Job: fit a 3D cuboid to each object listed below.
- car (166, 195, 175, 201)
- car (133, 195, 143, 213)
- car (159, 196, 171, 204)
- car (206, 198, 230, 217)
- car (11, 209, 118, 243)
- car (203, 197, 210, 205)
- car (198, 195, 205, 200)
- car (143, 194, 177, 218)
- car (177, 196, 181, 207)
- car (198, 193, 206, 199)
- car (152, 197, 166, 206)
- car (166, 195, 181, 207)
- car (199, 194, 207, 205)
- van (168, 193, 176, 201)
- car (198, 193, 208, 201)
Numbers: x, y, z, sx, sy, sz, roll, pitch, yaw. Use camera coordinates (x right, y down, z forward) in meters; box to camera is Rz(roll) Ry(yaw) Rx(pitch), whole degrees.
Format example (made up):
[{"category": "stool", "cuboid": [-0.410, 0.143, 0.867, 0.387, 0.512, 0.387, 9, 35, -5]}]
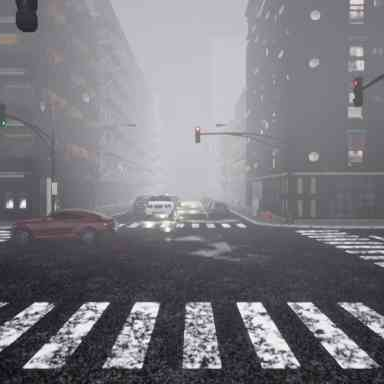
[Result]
[{"category": "car", "cuboid": [-5.199, 1.480, 81.121, 1.752, 1.417, 4.829, -1, 0, 0]}, {"category": "car", "cuboid": [-5.271, 1.298, 36.993, 2.192, 1.841, 5.009, -1, 0, 0]}, {"category": "car", "cuboid": [-5.224, 1.549, 64.679, 1.802, 1.307, 4.206, -1, 0, 0]}, {"category": "car", "cuboid": [2.604, 1.568, 31.382, 1.802, 1.307, 4.206, -1, 0, 0]}, {"category": "car", "cuboid": [-5.792, 1.518, 15.330, 4.674, 1.442, 1.812, 0, 0, -1]}, {"category": "car", "cuboid": [2.612, 1.534, 36.921, 2.008, 1.369, 4.403, -1, 0, 0]}, {"category": "car", "cuboid": [2.699, 1.527, 92.314, 1.802, 1.307, 4.206, -1, 0, 0]}, {"category": "car", "cuboid": [-2.808, 1.208, 30.382, 2.150, 2.045, 5.566, 0, 0, 0]}, {"category": "car", "cuboid": [-2.785, 1.473, 40.332, 2.128, 1.511, 4.902, 0, 0, 0]}, {"category": "car", "cuboid": [2.673, 1.541, 75.696, 1.802, 1.307, 4.206, -1, 0, 0]}, {"category": "car", "cuboid": [-5.241, 1.556, 53.605, 1.802, 1.307, 4.206, -1, 0, 0]}, {"category": "car", "cuboid": [-2.760, 1.328, 50.395, 2.097, 1.767, 4.553, 0, 0, 0]}, {"category": "car", "cuboid": [2.647, 1.515, 59.078, 1.887, 1.381, 4.507, -1, 0, 0]}, {"category": "van", "cuboid": [-5.192, 1.291, 86.828, 1.690, 1.788, 3.998, -1, 0, 0]}, {"category": "car", "cuboid": [2.679, 1.270, 81.235, 2.192, 1.841, 5.009, -1, 0, 0]}]
